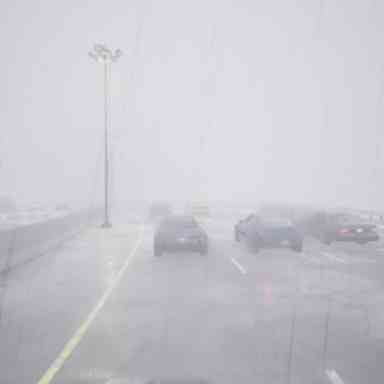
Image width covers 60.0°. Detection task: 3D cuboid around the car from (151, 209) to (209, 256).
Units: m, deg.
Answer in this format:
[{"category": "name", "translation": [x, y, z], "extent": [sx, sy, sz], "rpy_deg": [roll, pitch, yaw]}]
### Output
[{"category": "car", "translation": [-0.512, 1.626, 13.480], "extent": [1.994, 1.385, 4.181], "rpy_deg": [0, 0, -5]}]

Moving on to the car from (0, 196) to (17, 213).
[{"category": "car", "translation": [-23.793, 1.566, 41.988], "extent": [2.150, 2.045, 5.566], "rpy_deg": [0, 0, -16]}]

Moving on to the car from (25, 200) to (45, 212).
[{"category": "car", "translation": [-20.838, 1.861, 44.308], "extent": [1.812, 1.442, 4.674], "rpy_deg": [0, 0, -17]}]

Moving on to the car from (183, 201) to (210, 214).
[{"category": "car", "translation": [0.373, 1.614, 32.600], "extent": [1.882, 1.535, 5.008], "rpy_deg": [0, 0, -11]}]

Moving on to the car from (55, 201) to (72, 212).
[{"category": "car", "translation": [-17.366, 1.915, 44.956], "extent": [1.895, 1.301, 4.718], "rpy_deg": [0, 0, -16]}]

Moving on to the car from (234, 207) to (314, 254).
[{"category": "car", "translation": [2.995, 1.563, 13.663], "extent": [1.812, 1.442, 4.674], "rpy_deg": [0, 0, -5]}]

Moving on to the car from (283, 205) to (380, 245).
[{"category": "car", "translation": [6.344, 1.570, 15.556], "extent": [2.033, 1.411, 5.357], "rpy_deg": [0, 0, -5]}]

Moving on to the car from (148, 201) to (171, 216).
[{"category": "car", "translation": [-3.200, 1.639, 32.536], "extent": [1.882, 1.535, 5.008], "rpy_deg": [0, 0, -11]}]

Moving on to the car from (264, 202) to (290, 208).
[{"category": "car", "translation": [7.842, 1.601, 30.562], "extent": [1.812, 1.442, 4.674], "rpy_deg": [0, 0, -10]}]
